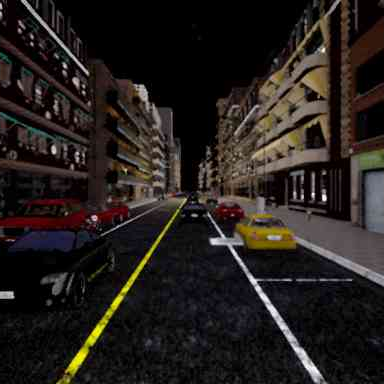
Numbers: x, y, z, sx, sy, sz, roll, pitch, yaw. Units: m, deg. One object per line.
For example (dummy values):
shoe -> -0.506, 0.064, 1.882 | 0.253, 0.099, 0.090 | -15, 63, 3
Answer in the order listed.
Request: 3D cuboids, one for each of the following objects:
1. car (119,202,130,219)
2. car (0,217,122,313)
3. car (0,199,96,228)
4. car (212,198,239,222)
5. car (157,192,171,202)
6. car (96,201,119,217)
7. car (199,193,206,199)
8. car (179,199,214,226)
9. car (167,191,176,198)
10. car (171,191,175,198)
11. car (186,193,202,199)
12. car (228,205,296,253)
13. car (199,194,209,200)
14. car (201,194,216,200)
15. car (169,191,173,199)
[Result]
car -> -5.682, 1.384, 24.281 | 1.887, 1.381, 4.507 | 0, 0, 0
car -> -3.092, 1.514, 7.515 | 1.994, 1.385, 4.181 | 0, 0, 0
car -> -5.684, 1.229, 13.007 | 2.192, 1.841, 5.009 | 0, 0, 0
car -> 2.698, 1.385, 24.275 | 1.887, 1.381, 4.507 | 0, 0, 0
car -> -5.672, 1.127, 63.733 | 2.008, 1.369, 4.403 | 0, 0, 0
car -> -5.684, 1.317, 18.643 | 1.967, 1.590, 4.097 | 0, 0, 0
car -> 2.715, 1.007, 86.272 | 1.802, 1.307, 4.206 | 0, 0, 0
car -> 0.105, 1.403, 21.809 | 2.033, 1.411, 5.357 | 0, 0, 0
car -> -5.663, 0.701, 91.913 | 2.192, 1.841, 5.009 | 0, 0, 0
car -> -5.667, 1.007, 80.642 | 1.887, 1.381, 4.507 | 0, 0, 0
car -> 0.115, 0.973, 57.087 | 2.097, 1.767, 4.553 | 0, 0, 0
car -> 2.695, 1.438, 13.172 | 1.752, 1.417, 4.829 | 0, 0, 0
car -> 2.712, 1.067, 74.999 | 1.947, 1.339, 4.313 | 0, 0, 0
car -> 2.705, 1.241, 46.818 | 2.008, 1.369, 4.403 | 0, 0, 0
car -> -5.671, 1.089, 69.370 | 2.008, 1.369, 4.403 | 0, 0, 0
